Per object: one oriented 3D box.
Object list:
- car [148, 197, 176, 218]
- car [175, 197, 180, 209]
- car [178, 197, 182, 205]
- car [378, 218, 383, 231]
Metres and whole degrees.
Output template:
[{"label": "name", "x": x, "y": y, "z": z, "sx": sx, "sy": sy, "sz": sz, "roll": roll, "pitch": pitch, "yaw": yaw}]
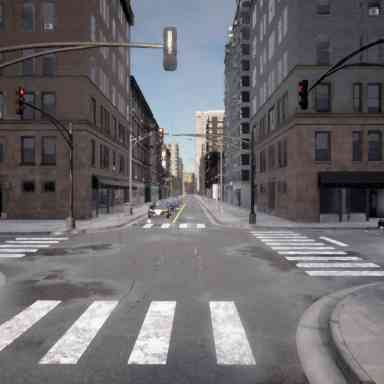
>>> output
[{"label": "car", "x": -2.836, "y": 1.499, "z": 30.020, "sx": 2.128, "sy": 1.511, "sz": 4.902, "roll": 0, "pitch": 0, "yaw": 0}, {"label": "car", "x": -2.824, "y": 1.617, "z": 39.214, "sx": 1.895, "sy": 1.301, "sz": 4.718, "roll": 0, "pitch": 0, "yaw": 0}, {"label": "car", "x": -2.810, "y": 1.555, "z": 49.091, "sx": 1.812, "sy": 1.442, "sz": 4.674, "roll": 0, "pitch": 0, "yaw": 0}, {"label": "car", "x": 12.379, "y": 1.563, "z": 17.894, "sx": 4.313, "sy": 1.339, "sz": 1.947, "roll": 0, "pitch": 0, "yaw": 0}]
